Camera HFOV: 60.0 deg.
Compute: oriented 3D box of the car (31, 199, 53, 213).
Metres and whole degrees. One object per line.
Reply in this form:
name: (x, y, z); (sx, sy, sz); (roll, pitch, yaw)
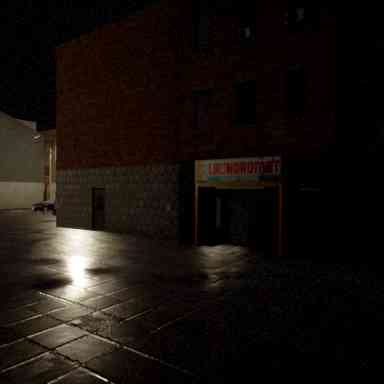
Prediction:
car: (-15.378, 1.518, 37.105); (2.128, 1.511, 4.902); (0, 0, 35)
